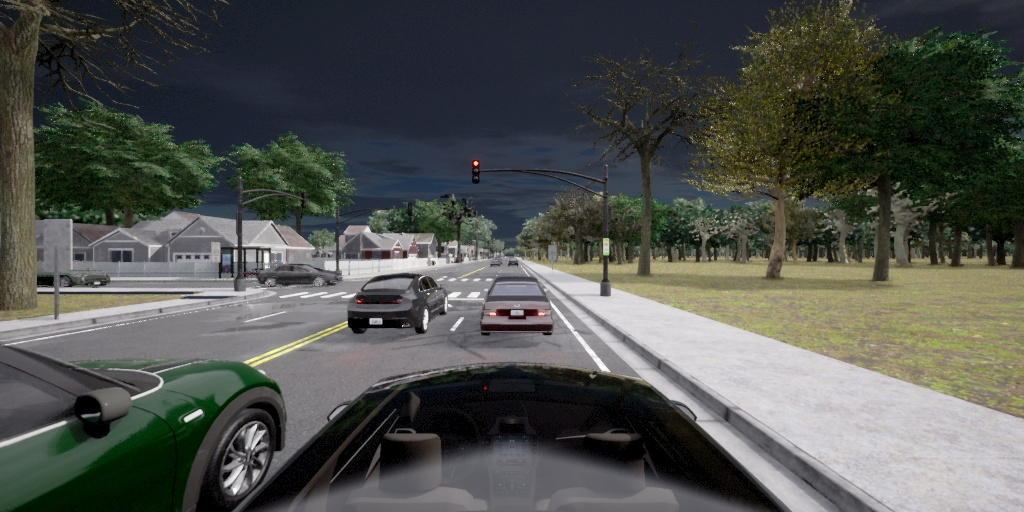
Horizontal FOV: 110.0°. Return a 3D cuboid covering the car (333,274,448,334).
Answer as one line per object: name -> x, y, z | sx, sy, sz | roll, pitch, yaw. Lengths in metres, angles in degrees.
car -> -3.137, 1.257, 10.676 | 1.837, 1.490, 4.892 | 0, 0, 0

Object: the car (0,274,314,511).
car -> -3.149, 1.102, 1.478 | 2.097, 1.767, 4.553 | 0, 0, 0

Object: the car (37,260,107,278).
car -> -28.801, 1.149, 22.973 | 4.553, 1.767, 2.097 | 0, 0, 1

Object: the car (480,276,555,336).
car -> 0.120, 1.300, 10.422 | 2.033, 1.411, 5.357 | 0, 0, 0

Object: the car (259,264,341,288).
car -> -13.710, 1.277, 23.325 | 4.892, 1.490, 1.837 | 0, 0, -5
